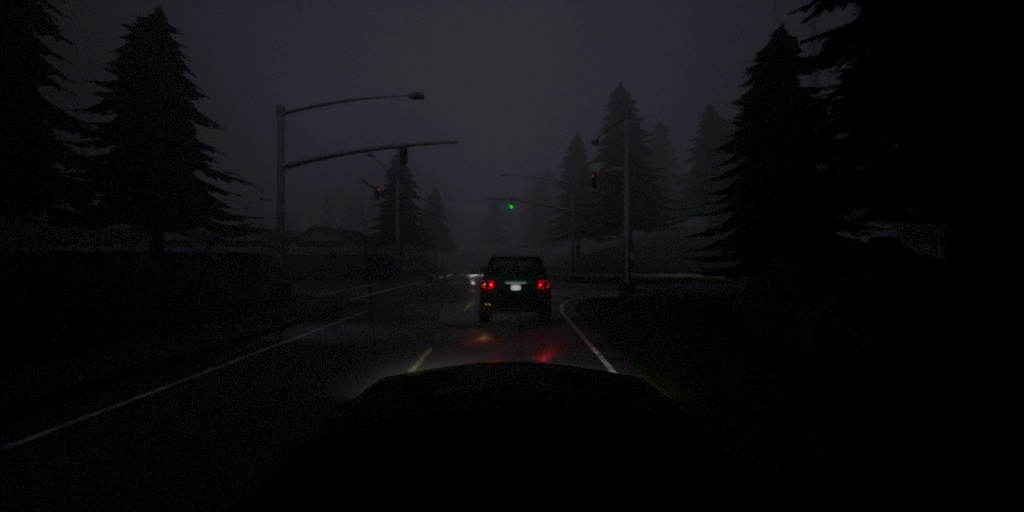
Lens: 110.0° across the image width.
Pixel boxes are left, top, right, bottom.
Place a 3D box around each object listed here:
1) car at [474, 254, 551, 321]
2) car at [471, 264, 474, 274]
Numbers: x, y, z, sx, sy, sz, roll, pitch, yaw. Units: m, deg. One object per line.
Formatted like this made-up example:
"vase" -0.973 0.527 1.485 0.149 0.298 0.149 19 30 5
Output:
"car" 0.070 0.970 12.624 2.150 2.045 5.566 0 0 -1
"car" -3.588 1.269 40.895 1.812 1.442 4.674 0 0 -1
